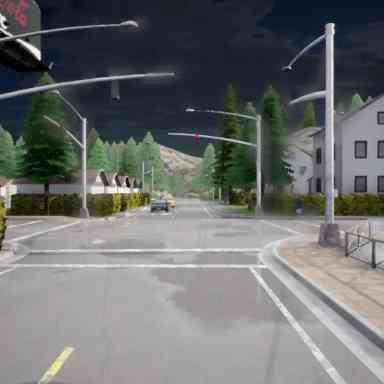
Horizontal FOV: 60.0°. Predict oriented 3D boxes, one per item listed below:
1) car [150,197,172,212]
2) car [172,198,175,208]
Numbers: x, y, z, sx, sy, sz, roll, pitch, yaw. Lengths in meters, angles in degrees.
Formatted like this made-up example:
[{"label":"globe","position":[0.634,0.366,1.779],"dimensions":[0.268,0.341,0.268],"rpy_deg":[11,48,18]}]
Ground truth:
[{"label":"car","position":[-3.583,1.526,38.128],"dimensions":[1.812,1.442,4.674],"rpy_deg":[0,0,0]},{"label":"car","position":[-3.585,1.478,48.600],"dimensions":[1.882,1.535,5.008],"rpy_deg":[0,0,0]}]
